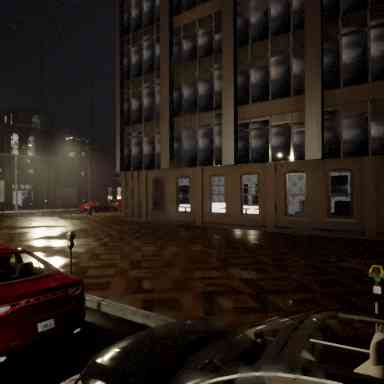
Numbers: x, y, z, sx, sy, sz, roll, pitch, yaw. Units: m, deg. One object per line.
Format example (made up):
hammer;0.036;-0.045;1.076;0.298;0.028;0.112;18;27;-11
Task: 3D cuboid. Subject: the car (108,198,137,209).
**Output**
car;-10.363;1.643;49.823;1.967;1.590;4.097;-1;-1;36

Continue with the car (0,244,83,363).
car;-3.650;1.545;5.492;4.507;1.381;1.887;0;0;36

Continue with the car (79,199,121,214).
car;-10.171;1.683;35.916;1.802;1.307;4.206;-1;-1;36

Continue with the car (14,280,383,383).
car;0.980;1.551;2.181;4.403;1.369;2.008;0;0;36
